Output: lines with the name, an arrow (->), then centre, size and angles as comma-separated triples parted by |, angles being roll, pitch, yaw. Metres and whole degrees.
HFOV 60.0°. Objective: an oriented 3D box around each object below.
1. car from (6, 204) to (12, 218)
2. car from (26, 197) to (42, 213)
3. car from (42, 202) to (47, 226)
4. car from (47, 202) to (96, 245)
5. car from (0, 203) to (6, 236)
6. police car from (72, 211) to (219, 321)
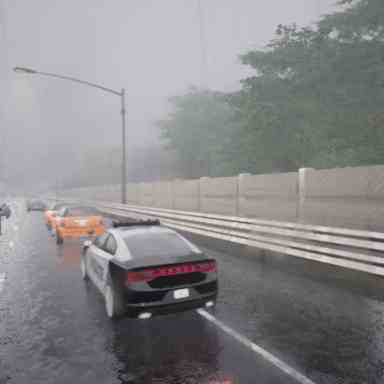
car -> -18.132, 1.713, 31.245 | 1.994, 1.385, 4.181 | -1, 0, -27
car -> -18.552, 1.680, 39.725 | 1.994, 1.385, 4.181 | -1, 0, -27
car -> -8.446, 1.446, 21.857 | 2.097, 1.767, 4.553 | -1, 0, -27
car -> -5.755, 1.426, 16.495 | 2.097, 1.767, 4.553 | -1, 0, -27
car -> -10.374, 1.338, 15.777 | 2.150, 2.045, 5.566 | -1, 0, -27
police car -> -1.332, 1.451, 7.684 | 1.930, 1.638, 5.238 | -1, 0, -27
